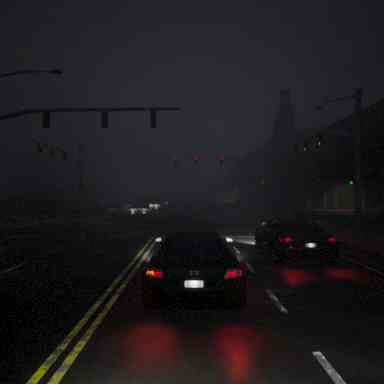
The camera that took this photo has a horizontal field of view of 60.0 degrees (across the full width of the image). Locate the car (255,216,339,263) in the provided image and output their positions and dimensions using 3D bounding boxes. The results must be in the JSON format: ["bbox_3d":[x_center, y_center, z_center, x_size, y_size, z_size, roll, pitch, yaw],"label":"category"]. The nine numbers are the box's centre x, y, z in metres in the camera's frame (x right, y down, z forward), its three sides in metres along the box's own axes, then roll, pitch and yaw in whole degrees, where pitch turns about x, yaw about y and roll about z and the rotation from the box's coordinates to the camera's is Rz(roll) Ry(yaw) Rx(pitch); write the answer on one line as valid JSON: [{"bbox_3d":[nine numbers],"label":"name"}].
[{"bbox_3d":[3.544,1.564,11.953,1.994,1.385,4.181,0,0,0],"label":"car"}]

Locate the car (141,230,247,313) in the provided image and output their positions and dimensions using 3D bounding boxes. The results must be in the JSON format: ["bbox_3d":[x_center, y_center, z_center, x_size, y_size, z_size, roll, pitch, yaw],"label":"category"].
[{"bbox_3d":[0.043,1.564,7.773,1.994,1.385,4.181,0,0,0],"label":"car"}]

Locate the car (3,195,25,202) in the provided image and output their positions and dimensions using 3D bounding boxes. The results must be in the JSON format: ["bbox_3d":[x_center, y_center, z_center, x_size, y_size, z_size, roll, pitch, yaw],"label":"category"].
[{"bbox_3d":[-39.041,1.361,72.838,3.905,1.438,1.784,0,0,0],"label":"car"}]

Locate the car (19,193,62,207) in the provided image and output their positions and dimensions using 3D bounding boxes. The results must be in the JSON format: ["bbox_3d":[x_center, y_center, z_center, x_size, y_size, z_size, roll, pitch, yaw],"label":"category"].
[{"bbox_3d":[-21.566,1.152,47.469,4.605,1.855,1.932,0,0,0],"label":"car"}]

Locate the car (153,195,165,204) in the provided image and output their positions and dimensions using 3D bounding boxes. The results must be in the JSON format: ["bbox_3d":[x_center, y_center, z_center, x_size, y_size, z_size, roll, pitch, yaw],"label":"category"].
[{"bbox_3d":[-6.985,1.490,62.465,2.128,1.511,4.902,0,0,2],"label":"car"}]

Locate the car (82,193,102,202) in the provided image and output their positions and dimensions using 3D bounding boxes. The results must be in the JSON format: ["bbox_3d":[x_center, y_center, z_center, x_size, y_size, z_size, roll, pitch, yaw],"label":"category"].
[{"bbox_3d":[-21.581,1.154,69.986,3.866,1.878,1.905,0,0,0],"label":"car"}]

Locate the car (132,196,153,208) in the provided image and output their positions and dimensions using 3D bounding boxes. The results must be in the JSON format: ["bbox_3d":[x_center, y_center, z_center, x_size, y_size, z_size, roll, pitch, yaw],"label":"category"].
[{"bbox_3d":[-7.316,1.476,47.803,1.882,1.535,5.008,0,0,1],"label":"car"}]

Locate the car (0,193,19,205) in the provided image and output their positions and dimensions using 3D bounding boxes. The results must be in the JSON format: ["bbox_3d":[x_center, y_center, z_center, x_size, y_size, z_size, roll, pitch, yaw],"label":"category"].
[{"bbox_3d":[-39.101,1.151,69.941,4.605,1.855,1.932,0,0,0],"label":"car"}]

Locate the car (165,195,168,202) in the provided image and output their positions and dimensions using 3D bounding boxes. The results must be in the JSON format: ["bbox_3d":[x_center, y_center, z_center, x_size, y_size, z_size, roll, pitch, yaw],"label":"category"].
[{"bbox_3d":[-6.568,1.492,77.415,1.812,1.442,4.674,0,0,1],"label":"car"}]

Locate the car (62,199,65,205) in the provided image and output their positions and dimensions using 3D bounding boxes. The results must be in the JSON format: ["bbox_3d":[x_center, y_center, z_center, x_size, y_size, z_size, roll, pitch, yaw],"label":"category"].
[{"bbox_3d":[-21.516,1.154,50.363,3.866,1.878,1.905,0,0,0],"label":"car"}]
